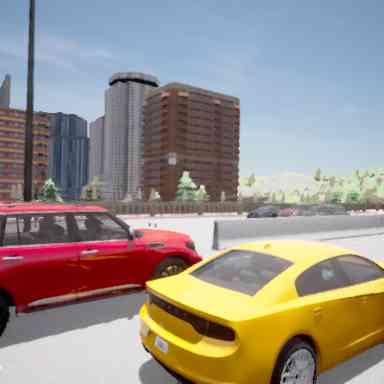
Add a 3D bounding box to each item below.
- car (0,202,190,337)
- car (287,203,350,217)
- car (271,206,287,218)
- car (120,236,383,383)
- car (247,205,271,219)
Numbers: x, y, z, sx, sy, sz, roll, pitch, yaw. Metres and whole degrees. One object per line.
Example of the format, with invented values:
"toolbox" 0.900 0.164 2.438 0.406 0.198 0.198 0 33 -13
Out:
"car" -2.390 1.209 6.342 5.566 2.045 2.150 0 0 -36
"car" 9.185 1.672 23.442 4.553 1.767 2.097 2 -1 -35
"car" 9.164 1.728 27.723 4.553 1.767 2.097 2 -1 -35
"car" 1.695 1.463 4.957 5.008 1.535 1.882 0 0 -36
"car" 7.063 1.938 30.523 4.181 1.385 1.994 2 -1 -35
